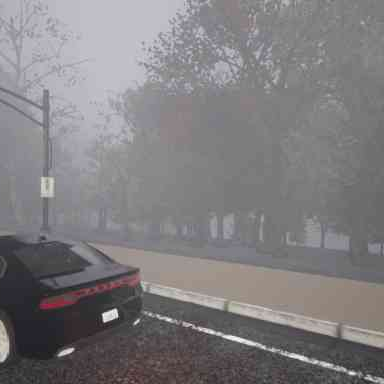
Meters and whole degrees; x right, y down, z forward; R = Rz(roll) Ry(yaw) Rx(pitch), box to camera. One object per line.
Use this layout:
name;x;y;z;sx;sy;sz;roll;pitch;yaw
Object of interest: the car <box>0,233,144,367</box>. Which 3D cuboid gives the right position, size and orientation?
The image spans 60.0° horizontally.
car;-3.063;1.477;5.864;5.008;1.535;1.882;0;0;37
